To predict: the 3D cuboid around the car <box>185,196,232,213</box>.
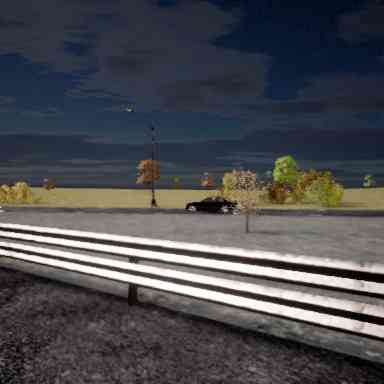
[{"bbox_3d":[1.824,1.171,31.403,5.008,1.535,1.882,0,0,14],"label":"car"}]
